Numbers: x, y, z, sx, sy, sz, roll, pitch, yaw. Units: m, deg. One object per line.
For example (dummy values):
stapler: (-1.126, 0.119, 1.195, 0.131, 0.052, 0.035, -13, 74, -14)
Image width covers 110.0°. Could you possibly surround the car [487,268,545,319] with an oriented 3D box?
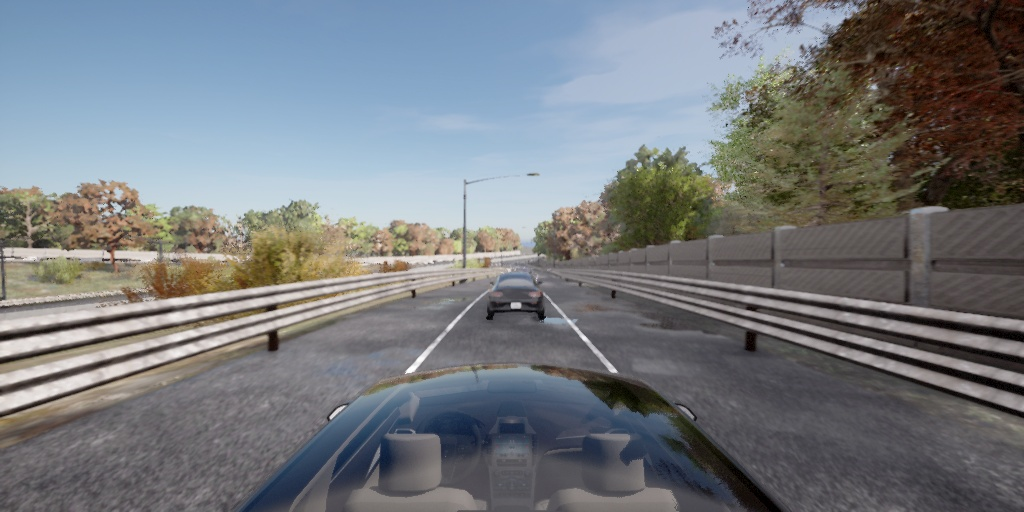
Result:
car: (0.138, 1.305, 12.746, 1.812, 1.442, 4.674, 0, -1, 0)
